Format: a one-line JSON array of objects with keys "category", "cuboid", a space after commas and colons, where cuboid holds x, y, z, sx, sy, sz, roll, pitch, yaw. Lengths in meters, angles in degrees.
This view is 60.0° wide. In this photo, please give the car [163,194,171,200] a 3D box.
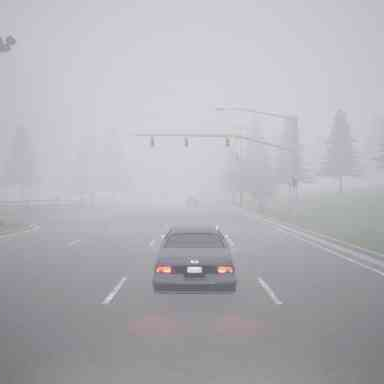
[{"category": "car", "cuboid": [-7.010, 1.385, 94.030, 1.994, 1.385, 4.181, 0, 0, 0]}]

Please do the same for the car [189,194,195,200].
[{"category": "car", "cuboid": [-0.010, 1.310, 94.031, 1.882, 1.535, 5.008, 0, 0, 0]}]

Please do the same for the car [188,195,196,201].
[{"category": "car", "cuboid": [-0.009, 1.531, 83.611, 2.033, 1.411, 5.357, 0, 0, 0]}]

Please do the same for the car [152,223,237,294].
[{"category": "car", "cuboid": [0.065, 1.547, 8.929, 2.033, 1.411, 5.357, 0, 0, 0]}]

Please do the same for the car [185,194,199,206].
[{"category": "car", "cuboid": [-0.008, 1.352, 52.968, 2.097, 1.767, 4.553, 0, 0, 0]}]

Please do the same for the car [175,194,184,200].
[{"category": "car", "cuboid": [-3.510, 1.358, 94.030, 2.128, 1.511, 4.902, 0, 0, 0]}]

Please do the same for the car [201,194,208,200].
[{"category": "car", "cuboid": [3.490, 1.310, 94.031, 1.882, 1.535, 5.008, 0, 0, 0]}]

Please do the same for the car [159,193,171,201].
[{"category": "car", "cuboid": [-7.009, 1.217, 83.640, 2.150, 2.045, 5.566, 0, 0, 0]}]

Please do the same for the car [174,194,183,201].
[{"category": "car", "cuboid": [-3.509, 1.517, 84.027, 1.812, 1.442, 4.674, 0, 0, 0]}]

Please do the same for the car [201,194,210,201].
[{"category": "car", "cuboid": [3.491, 1.492, 83.611, 1.837, 1.490, 4.892, 0, 0, 0]}]
